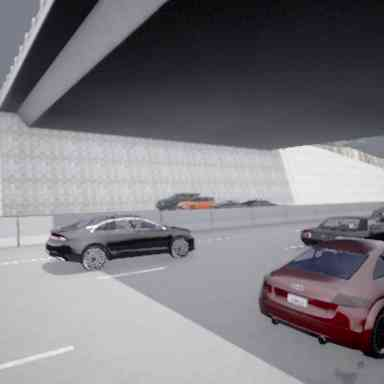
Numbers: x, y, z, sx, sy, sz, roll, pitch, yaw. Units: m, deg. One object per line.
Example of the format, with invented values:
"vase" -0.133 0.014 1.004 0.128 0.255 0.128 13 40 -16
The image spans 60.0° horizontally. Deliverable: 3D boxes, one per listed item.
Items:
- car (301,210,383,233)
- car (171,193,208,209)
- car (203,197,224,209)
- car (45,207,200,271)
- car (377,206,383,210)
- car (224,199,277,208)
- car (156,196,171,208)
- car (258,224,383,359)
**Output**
"car" 6.282 1.546 12.525 4.718 1.301 1.895 0 0 -35
"car" 0.569 1.261 34.487 4.553 1.767 2.097 0 0 -35
"car" 3.567 1.468 32.326 4.181 1.385 1.994 0 0 -35
"car" -2.112 1.472 10.838 4.902 1.511 2.128 0 0 -35
"car" 14.184 1.438 22.459 5.357 1.411 2.033 0 0 -36
"car" 5.506 1.409 29.411 4.892 1.490 1.837 0 0 -35
"car" -1.279 1.130 37.467 5.566 2.045 2.150 0 0 -35
"car" 3.165 1.537 6.003 4.181 1.385 1.994 0 0 -35
